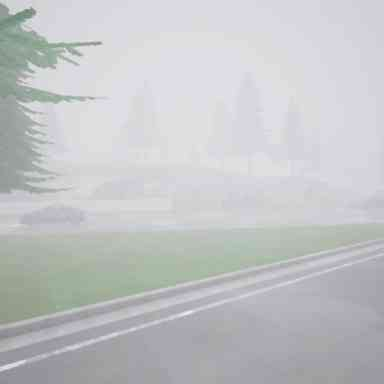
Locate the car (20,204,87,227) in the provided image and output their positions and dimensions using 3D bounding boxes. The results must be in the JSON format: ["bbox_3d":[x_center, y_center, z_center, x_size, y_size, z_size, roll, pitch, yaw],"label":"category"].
[{"bbox_3d":[-9.306,1.517,22.523,4.181,1.385,1.994,-1,0,-9],"label":"car"}]

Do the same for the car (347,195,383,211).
[{"bbox_3d":[17.611,1.072,33.175,4.674,1.442,1.812,-1,0,-25],"label":"car"}]
